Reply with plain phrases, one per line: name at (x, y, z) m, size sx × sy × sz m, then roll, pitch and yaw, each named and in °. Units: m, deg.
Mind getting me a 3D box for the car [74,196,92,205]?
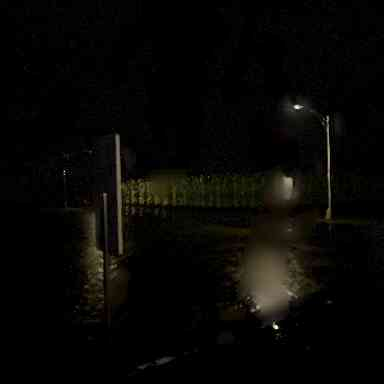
car at (-18.778, 1.426, 57.098) m, size 1.837 × 1.490 × 4.892 m, roll -2°, pitch 1°, yaw -36°
